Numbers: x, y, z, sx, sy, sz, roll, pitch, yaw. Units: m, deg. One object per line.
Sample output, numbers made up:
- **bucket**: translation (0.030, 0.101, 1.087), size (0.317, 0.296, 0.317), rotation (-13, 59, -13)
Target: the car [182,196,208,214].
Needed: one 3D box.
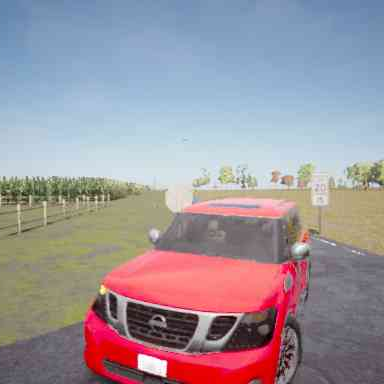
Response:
- **car**: translation (0.158, 1.163, 31.658), size (2.033, 1.411, 5.357), rotation (0, 1, -4)

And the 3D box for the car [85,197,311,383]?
- **car**: translation (0.738, 1.179, 5.574), size (2.150, 2.045, 5.566), rotation (2, 2, 23)
